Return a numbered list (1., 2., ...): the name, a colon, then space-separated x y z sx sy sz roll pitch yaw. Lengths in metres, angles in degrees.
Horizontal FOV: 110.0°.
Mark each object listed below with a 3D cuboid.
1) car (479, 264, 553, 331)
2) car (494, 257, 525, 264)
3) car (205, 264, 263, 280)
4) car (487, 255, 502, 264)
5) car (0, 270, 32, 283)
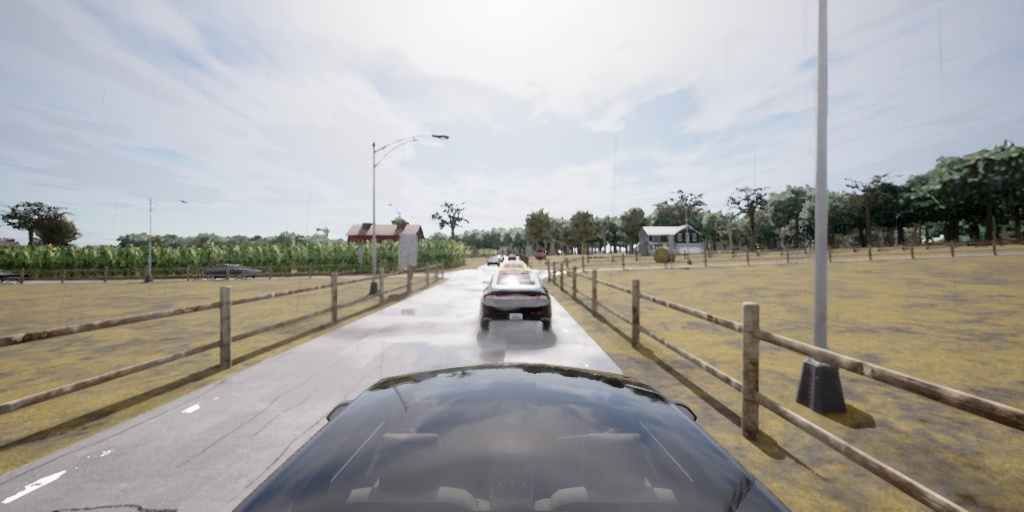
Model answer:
1. car: 0.102 1.173 10.758 2.128 1.511 4.902 0 1 0
2. car: 0.105 1.060 22.492 1.882 1.535 5.008 0 1 0
3. car: -26.904 1.535 34.786 4.892 1.490 1.837 -1 -2 0
4. car: -2.821 0.816 55.099 2.033 1.411 5.357 0 1 0
5. car: -50.106 1.992 34.875 4.718 1.301 1.895 0 -2 0
